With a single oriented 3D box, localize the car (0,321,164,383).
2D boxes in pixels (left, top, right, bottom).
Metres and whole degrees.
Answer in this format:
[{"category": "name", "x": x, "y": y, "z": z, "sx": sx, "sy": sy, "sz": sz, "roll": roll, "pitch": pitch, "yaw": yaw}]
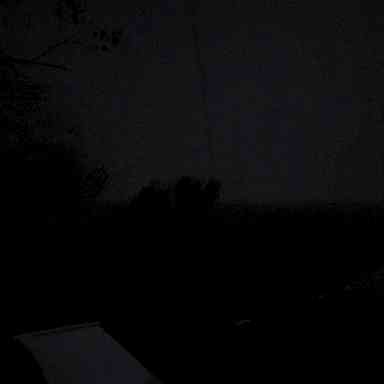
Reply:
[{"category": "car", "x": -2.401, "y": 1.605, "z": 1.594, "sx": 4.718, "sy": 1.301, "sz": 1.895, "roll": 0, "pitch": 0, "yaw": -36}]
